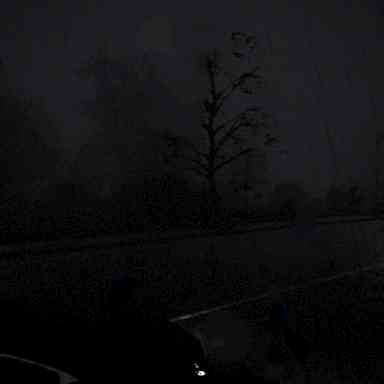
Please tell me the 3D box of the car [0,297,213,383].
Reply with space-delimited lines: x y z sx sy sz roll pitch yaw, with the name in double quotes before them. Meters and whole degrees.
"car" -2.061 1.506 2.277 4.892 1.490 1.837 0 0 -36
